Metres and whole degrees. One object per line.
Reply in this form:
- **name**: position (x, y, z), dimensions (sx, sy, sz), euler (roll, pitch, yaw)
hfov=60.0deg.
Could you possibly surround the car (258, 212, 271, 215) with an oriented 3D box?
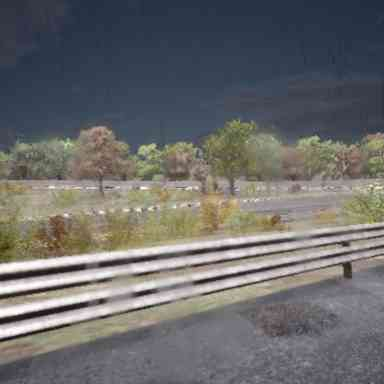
- **car**: position (12.024, 4.173, 57.162), dimensions (4.181, 1.385, 1.994), euler (-4, 3, -20)
